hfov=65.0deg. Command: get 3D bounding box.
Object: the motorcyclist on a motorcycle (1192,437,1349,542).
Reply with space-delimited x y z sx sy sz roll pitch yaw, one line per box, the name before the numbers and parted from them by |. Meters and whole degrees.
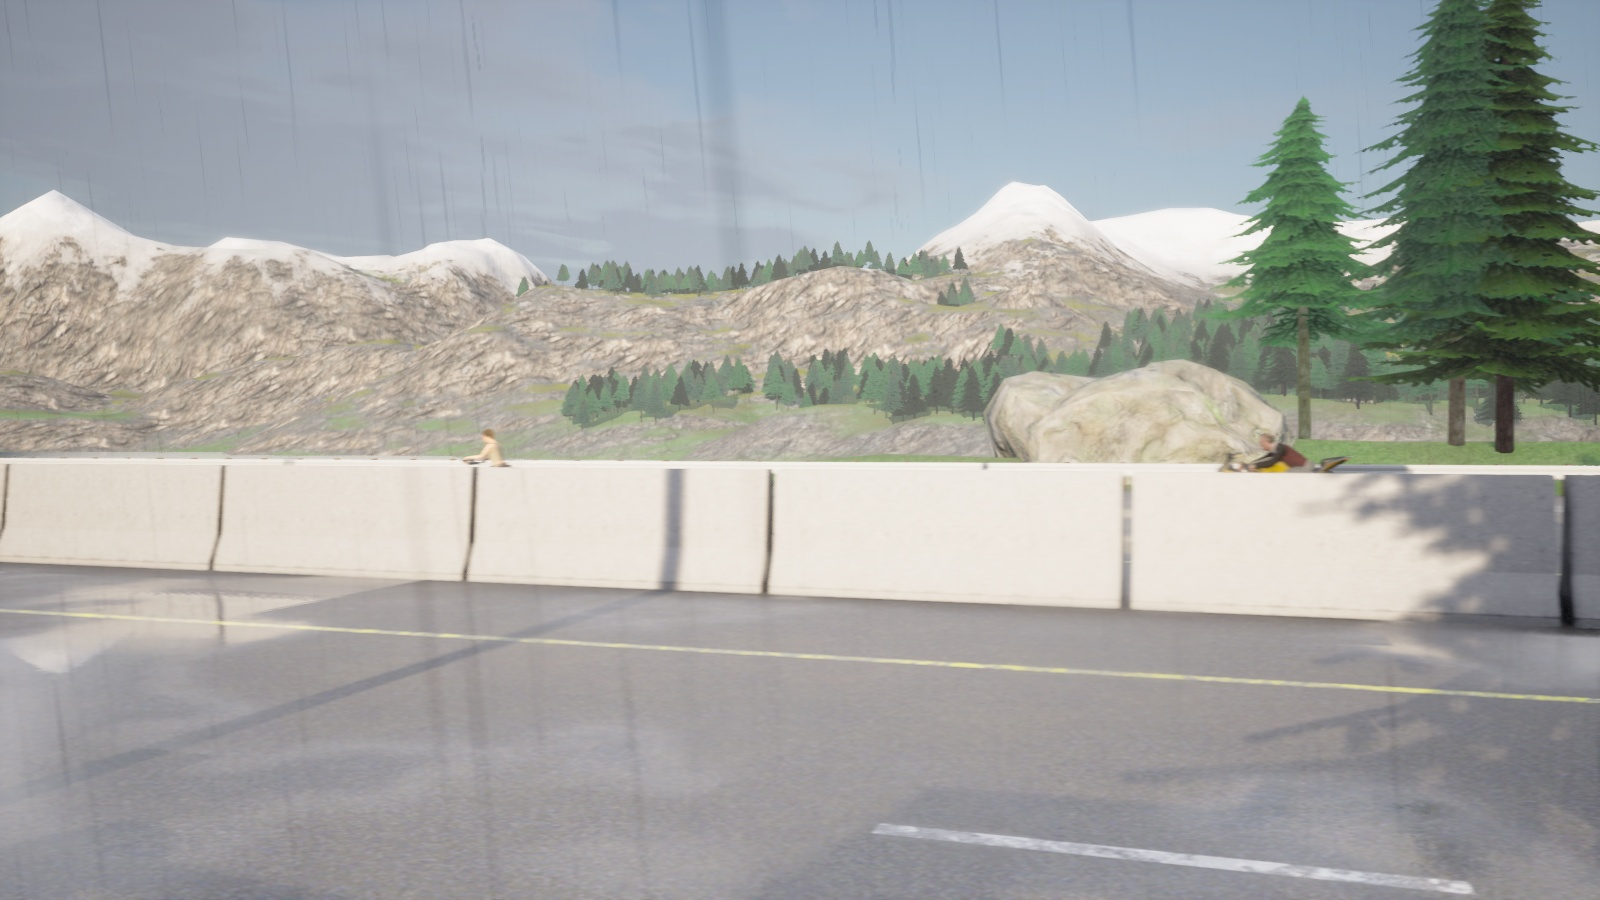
motorcyclist on a motorcycle | 7.171 0.580 19.244 2.191 1.530 0.866 1 1 19
